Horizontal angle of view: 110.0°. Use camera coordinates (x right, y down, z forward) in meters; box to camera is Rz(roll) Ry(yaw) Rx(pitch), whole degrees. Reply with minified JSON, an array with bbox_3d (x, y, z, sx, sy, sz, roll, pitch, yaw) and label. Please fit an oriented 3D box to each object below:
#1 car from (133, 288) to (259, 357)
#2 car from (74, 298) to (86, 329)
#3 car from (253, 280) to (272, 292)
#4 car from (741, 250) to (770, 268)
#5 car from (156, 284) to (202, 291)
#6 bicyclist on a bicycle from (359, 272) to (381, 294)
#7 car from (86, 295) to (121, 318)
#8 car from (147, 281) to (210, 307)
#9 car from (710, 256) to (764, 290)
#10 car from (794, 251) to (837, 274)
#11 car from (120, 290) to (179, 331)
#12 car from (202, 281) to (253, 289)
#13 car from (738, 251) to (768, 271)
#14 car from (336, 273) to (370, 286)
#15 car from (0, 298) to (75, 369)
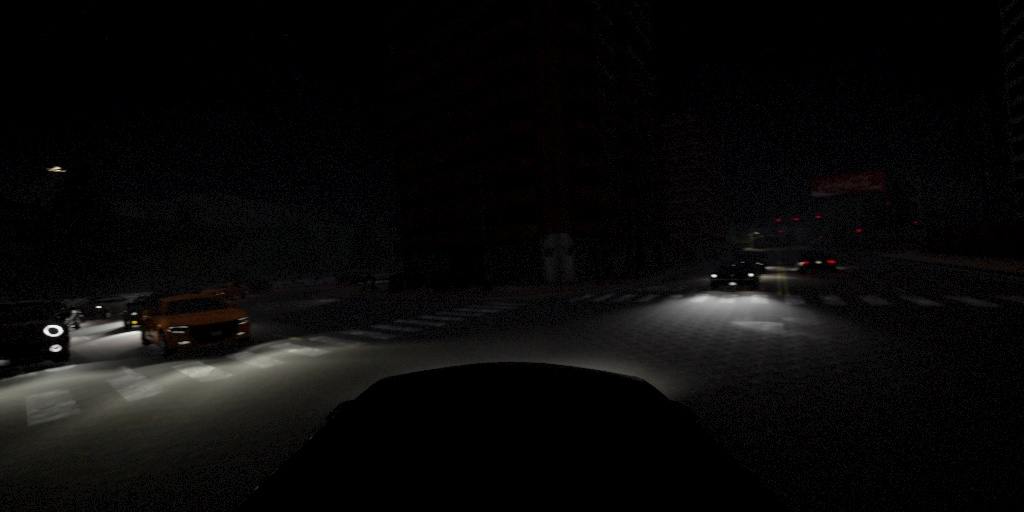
[{"bbox_3d":[-9.906,1.947,11.124,5.008,1.535,1.882,-4,-1,37],"label":"car"},{"bbox_3d":[-20.446,2.692,15.543,1.837,1.490,4.892,-3,-1,-44],"label":"car"},{"bbox_3d":[-30.935,3.701,42.660,1.837,1.490,4.892,-4,-1,4],"label":"car"},{"bbox_3d":[23.996,0.262,35.206,2.033,1.411,5.357,-4,-1,37],"label":"car"},{"bbox_3d":[-22.622,2.920,23.634,2.128,1.511,4.902,-3,-1,-31],"label":"car"},{"bbox_3d":[-10.684,2.024,26.927,1.656,1.620,0.582,-3,-1,-43],"label":"bicyclist on a bicycle"},{"bbox_3d":[-26.165,3.241,22.790,1.895,1.301,4.718,-3,-1,-29],"label":"car"},{"bbox_3d":[-29.937,3.352,32.404,2.097,1.767,4.553,-3,-1,-12],"label":"car"},{"bbox_3d":[11.220,0.892,17.952,1.895,1.301,4.718,-4,-1,36],"label":"car"},{"bbox_3d":[20.098,0.358,23.809,2.033,1.411,5.357,-4,-1,36],"label":"car"},{"bbox_3d":[-16.805,2.540,16.866,4.181,1.385,1.994,-4,-1,42],"label":"car"},{"bbox_3d":[-26.650,3.284,33.290,1.882,1.535,5.008,-3,-1,-12],"label":"car"},{"bbox_3d":[17.847,0.470,26.960,1.882,1.535,5.008,-4,-1,37],"label":"car"},{"bbox_3d":[-22.353,3.112,50.509,2.097,1.767,4.553,-4,-1,23],"label":"car"},{"bbox_3d":[-13.702,2.042,9.771,4.553,1.767,2.097,-4,-1,39],"label":"car"}]
